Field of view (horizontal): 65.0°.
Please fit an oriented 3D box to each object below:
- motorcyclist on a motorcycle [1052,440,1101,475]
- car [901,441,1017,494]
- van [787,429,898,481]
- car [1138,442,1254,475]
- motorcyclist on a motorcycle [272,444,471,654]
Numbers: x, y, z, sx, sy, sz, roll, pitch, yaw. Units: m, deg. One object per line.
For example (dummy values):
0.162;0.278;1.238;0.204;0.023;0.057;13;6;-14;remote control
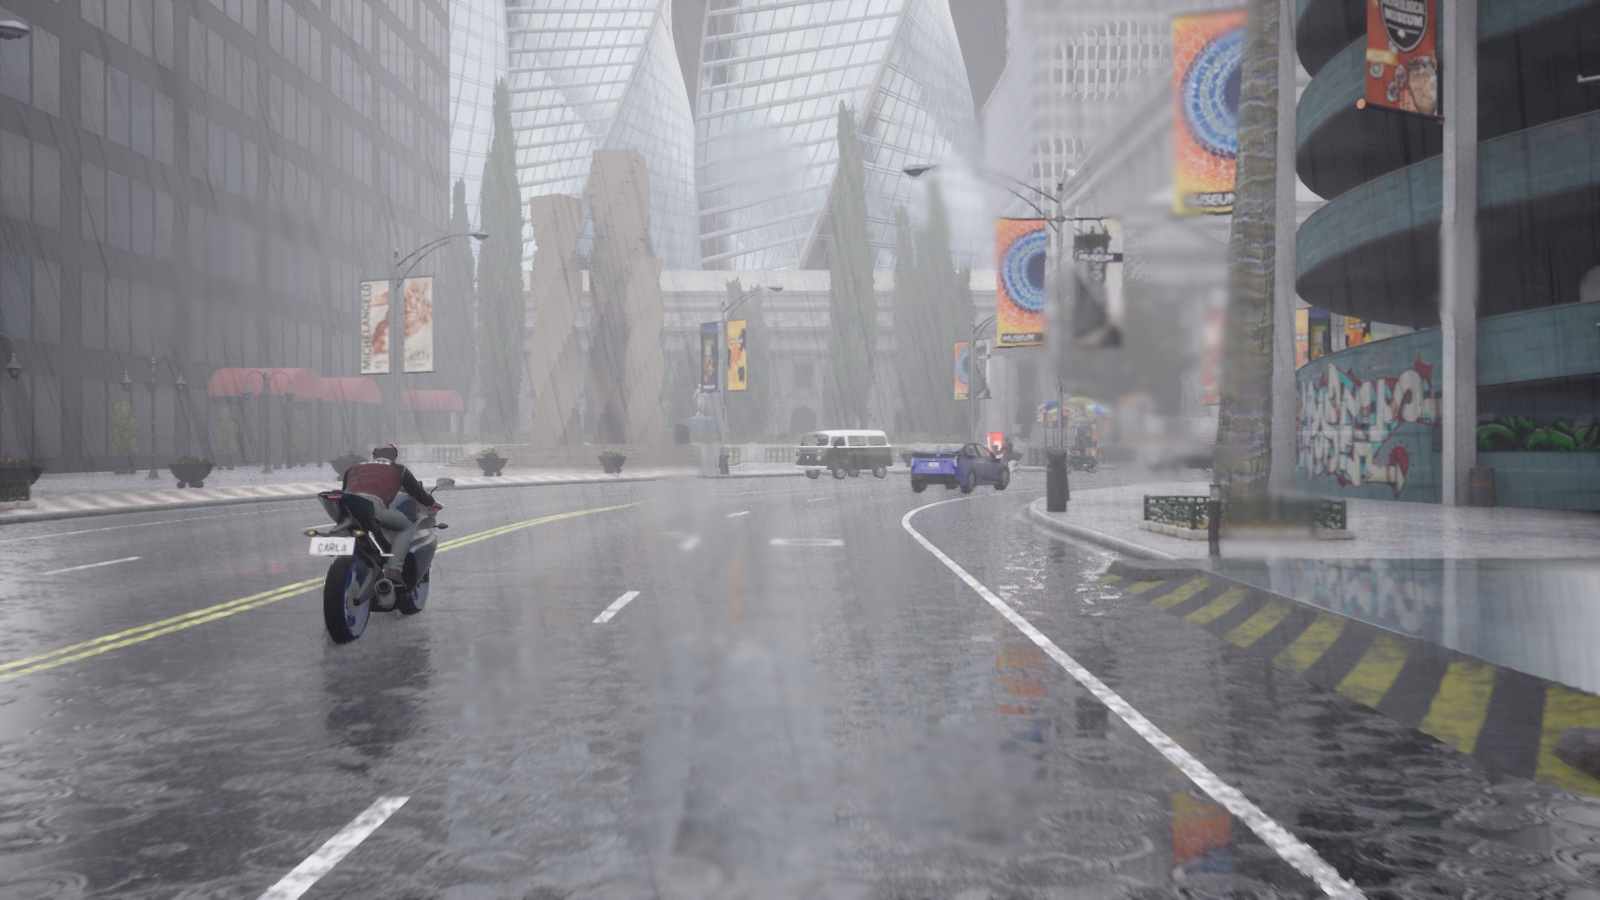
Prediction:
13.307;0.367;60.393;2.350;1.649;0.766;0;1;-27;motorcyclist on a motorcycle
4.928;0.481;38.331;2.007;1.525;4.514;0;0;28;car
1.797;0.181;51.563;2.069;2.038;4.480;0;0;45;van
18.600;0.385;59.015;4.902;1.511;2.128;0;0;-21;car
-3.426;0.721;10.295;0.866;1.530;2.191;0;0;0;motorcyclist on a motorcycle
